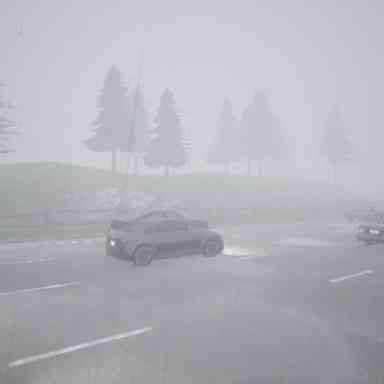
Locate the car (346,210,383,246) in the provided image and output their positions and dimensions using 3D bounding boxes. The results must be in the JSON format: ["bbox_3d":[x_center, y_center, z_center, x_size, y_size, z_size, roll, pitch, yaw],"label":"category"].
[{"bbox_3d":[9.390,1.672,14.745,5.357,1.411,2.033,1,0,-36],"label":"car"}]

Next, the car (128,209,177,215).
[{"bbox_3d":[-1.388,1.538,15.654,5.008,1.535,1.882,0,0,-36],"label":"car"}]

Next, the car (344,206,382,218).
[{"bbox_3d":[14.457,1.813,26.958,4.718,1.301,1.895,1,0,-36],"label":"car"}]

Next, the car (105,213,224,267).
[{"bbox_3d":[-0.874,1.611,11.721,4.181,1.385,1.994,0,0,-35],"label":"car"}]
